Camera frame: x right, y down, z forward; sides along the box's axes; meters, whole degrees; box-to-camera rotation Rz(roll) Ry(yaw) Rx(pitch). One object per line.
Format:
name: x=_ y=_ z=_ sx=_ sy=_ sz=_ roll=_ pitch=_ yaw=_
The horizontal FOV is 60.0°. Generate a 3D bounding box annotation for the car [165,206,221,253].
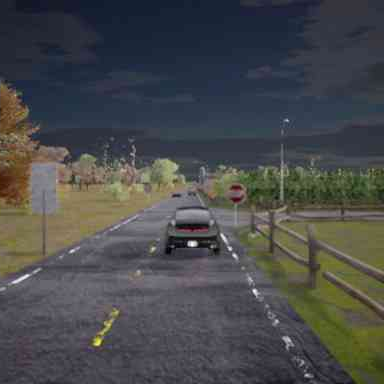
car: x=0.034 y=1.282 z=12.528 sx=1.837 sy=1.490 sz=4.892 roll=0 pitch=1 yaw=0

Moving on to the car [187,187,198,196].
car: x=-0.013 y=0.167 z=71.330 sx=1.837 sy=1.490 sz=4.892 roll=0 pitch=1 yaw=0

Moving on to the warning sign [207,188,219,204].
warning sign: x=2.440 y=0.404 z=39.296 sx=1.300 sy=1.860 sz=1.060 roll=0 pitch=1 yaw=0

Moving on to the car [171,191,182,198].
car: x=-2.793 y=0.466 z=61.622 sx=1.895 sy=1.301 sz=4.718 roll=0 pitch=1 yaw=1
